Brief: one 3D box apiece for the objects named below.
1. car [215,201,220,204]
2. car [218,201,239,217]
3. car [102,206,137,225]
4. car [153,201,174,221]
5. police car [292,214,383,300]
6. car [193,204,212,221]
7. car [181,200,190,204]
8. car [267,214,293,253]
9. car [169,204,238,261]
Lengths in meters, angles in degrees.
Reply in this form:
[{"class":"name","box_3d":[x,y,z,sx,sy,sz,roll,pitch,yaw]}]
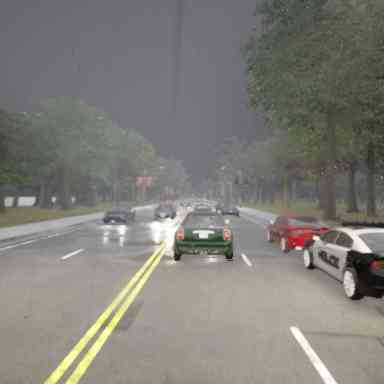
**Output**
[{"class":"car","box_3d":[4.606,2.081,50.422,2.097,1.767,4.553,1,-1,1]},{"class":"car","box_3d":[4.365,2.120,38.881,1.994,1.385,4.181,1,-1,2]},{"class":"car","box_3d":[-5.835,1.838,27.534,2.033,1.411,5.357,1,-1,2]},{"class":"car","box_3d":[-2.477,1.871,31.439,2.128,1.511,4.902,1,-1,2]},{"class":"police car","box_3d":[4.450,1.581,8.885,1.930,1.638,5.238,1,-1,2]},{"class":"car","box_3d":[1.024,1.968,33.353,1.812,1.442,4.674,1,-1,2]},{"class":"car","box_3d":[-1.438,2.482,72.265,1.812,1.442,4.674,1,-1,1]},{"class":"car","box_3d":[4.629,1.711,14.779,1.882,1.535,5.008,1,-1,2]},{"class":"car","box_3d":[0.456,1.522,13.293,2.097,1.767,4.553,1,-1,2]}]
